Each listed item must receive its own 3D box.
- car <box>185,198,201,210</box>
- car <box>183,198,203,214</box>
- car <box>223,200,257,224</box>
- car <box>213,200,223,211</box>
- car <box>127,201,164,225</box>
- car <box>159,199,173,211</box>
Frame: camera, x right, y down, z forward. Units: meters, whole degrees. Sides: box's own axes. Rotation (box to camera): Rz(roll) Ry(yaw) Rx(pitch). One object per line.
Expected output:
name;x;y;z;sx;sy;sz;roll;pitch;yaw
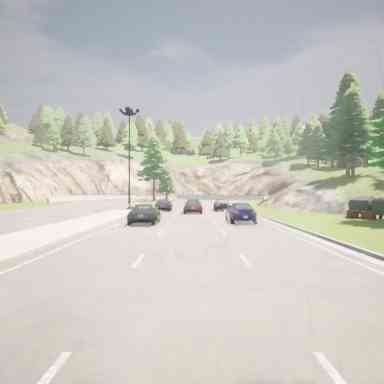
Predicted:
car;0.166;1.547;44.511;2.033;1.411;5.357;0;0;1
car;0.108;1.564;35.267;1.994;1.385;4.181;0;0;0
car;3.607;1.526;24.633;1.812;1.442;4.674;0;0;0
car;3.626;1.601;40.500;1.895;1.301;4.718;0;0;0
car;-3.394;1.564;23.962;1.994;1.385;4.181;0;0;0
car;-3.383;1.563;39.850;1.994;1.385;4.181;0;0;0
